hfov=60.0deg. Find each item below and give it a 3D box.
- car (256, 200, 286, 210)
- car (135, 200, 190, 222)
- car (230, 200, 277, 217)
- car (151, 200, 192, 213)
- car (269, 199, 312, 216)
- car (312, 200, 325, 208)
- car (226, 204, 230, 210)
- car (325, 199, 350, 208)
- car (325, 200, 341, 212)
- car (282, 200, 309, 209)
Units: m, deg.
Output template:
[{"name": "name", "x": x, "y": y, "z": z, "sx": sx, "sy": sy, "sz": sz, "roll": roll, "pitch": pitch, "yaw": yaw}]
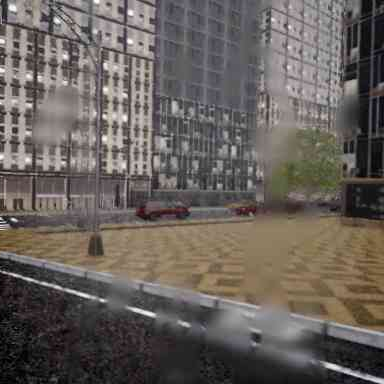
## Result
[{"name": "car", "x": 11.635, "y": 1.861, "z": 49.032, "sx": 4.313, "sy": 1.339, "sz": 1.947, "roll": 1, "pitch": 1, "yaw": -34}, {"name": "car", "x": -2.632, "y": 1.637, "z": 29.724, "sx": 5.009, "sy": 1.841, "sz": 2.192, "roll": 1, "pitch": 1, "yaw": -34}, {"name": "car", "x": 6.722, "y": 1.958, "z": 36.127, "sx": 4.507, "sy": 1.381, "sz": 1.887, "roll": 1, "pitch": 1, "yaw": -34}, {"name": "car", "x": -2.403, "y": 1.709, "z": 39.432, "sx": 4.403, "sy": 1.369, "sz": 2.008, "roll": 1, "pitch": 1, "yaw": -34}, {"name": "car", "x": 11.406, "y": 1.774, "z": 39.323, "sx": 5.009, "sy": 1.841, "sz": 2.192, "roll": 1, "pitch": 1, "yaw": -34}, {"name": "car", "x": 20.994, "y": 1.952, "z": 55.431, "sx": 4.313, "sy": 1.339, "sz": 1.947, "roll": 1, "pitch": 1, "yaw": -34}, {"name": "car", "x": 6.815, "y": 1.773, "z": 45.735, "sx": 4.829, "sy": 1.417, "sz": 1.752, "roll": 1, "pitch": 1, "yaw": -34}, {"name": "car", "x": 25.673, "y": 1.999, "z": 58.631, "sx": 4.313, "sy": 1.339, "sz": 1.947, "roll": 1, "pitch": 1, "yaw": -34}, {"name": "car", "x": 20.759, "y": 2.116, "z": 45.728, "sx": 4.313, "sy": 1.339, "sz": 1.947, "roll": 1, "pitch": 1, "yaw": -34}, {"name": "car", "x": 16.314, "y": 1.923, "z": 52.232, "sx": 4.206, "sy": 1.307, "sz": 1.802, "roll": 1, "pitch": 1, "yaw": -34}]
